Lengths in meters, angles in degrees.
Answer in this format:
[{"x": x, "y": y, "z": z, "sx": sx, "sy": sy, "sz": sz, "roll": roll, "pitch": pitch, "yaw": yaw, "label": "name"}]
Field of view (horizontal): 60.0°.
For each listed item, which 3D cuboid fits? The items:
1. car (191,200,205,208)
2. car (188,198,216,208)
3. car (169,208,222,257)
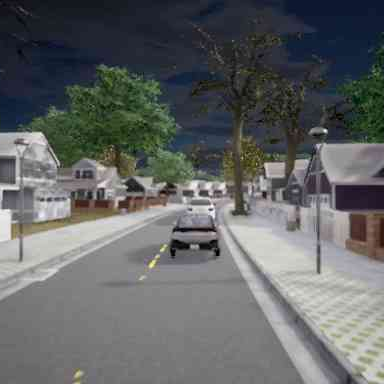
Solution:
[{"x": 1.030, "y": 2.053, "z": 57.784, "sx": 1.895, "sy": 1.301, "sz": 4.718, "roll": 0, "pitch": 0, "yaw": 8, "label": "car"}, {"x": 0.806, "y": 1.480, "z": 27.456, "sx": 2.150, "sy": 2.045, "sz": 5.566, "roll": 0, "pitch": 0, "yaw": 4, "label": "car"}, {"x": 0.179, "y": 1.624, "z": 13.459, "sx": 2.128, "sy": 1.511, "sz": 4.902, "roll": 0, "pitch": 0, "yaw": 2, "label": "car"}]
